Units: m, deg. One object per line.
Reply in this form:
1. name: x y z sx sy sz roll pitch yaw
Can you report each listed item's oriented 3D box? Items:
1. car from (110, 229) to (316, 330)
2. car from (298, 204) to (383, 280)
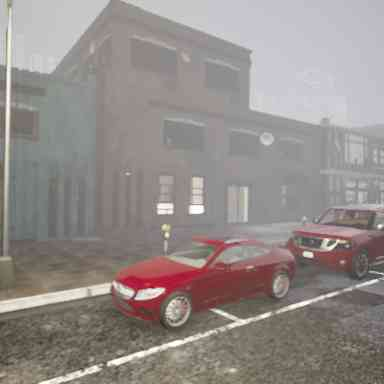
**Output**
1. car: 0.446 1.583 6.874 4.206 1.307 1.802 0 1 -36
2. car: 5.089 1.318 10.157 5.009 1.841 2.192 0 1 -36
